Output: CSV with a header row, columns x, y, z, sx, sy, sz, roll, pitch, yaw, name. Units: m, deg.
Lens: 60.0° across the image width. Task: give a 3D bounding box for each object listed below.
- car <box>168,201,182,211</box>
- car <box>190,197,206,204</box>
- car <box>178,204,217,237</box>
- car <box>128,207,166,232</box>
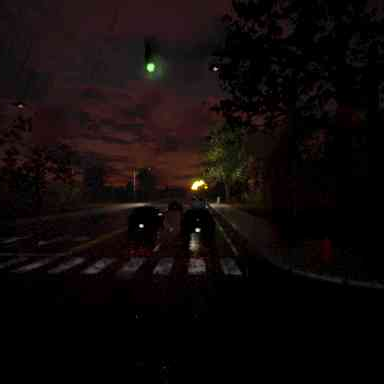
x,y,z,sx,sy,sz,roll,pitch,yaw,name
-2.379,2.014,48.494,1.994,1.385,4.181,0,0,2,car
0.843,1.662,47.370,2.150,2.045,5.566,0,0,1,car
0.342,1.692,19.262,1.837,1.490,4.892,0,-1,1,car
-2.860,1.713,21.570,1.837,1.490,4.892,0,-1,1,car
